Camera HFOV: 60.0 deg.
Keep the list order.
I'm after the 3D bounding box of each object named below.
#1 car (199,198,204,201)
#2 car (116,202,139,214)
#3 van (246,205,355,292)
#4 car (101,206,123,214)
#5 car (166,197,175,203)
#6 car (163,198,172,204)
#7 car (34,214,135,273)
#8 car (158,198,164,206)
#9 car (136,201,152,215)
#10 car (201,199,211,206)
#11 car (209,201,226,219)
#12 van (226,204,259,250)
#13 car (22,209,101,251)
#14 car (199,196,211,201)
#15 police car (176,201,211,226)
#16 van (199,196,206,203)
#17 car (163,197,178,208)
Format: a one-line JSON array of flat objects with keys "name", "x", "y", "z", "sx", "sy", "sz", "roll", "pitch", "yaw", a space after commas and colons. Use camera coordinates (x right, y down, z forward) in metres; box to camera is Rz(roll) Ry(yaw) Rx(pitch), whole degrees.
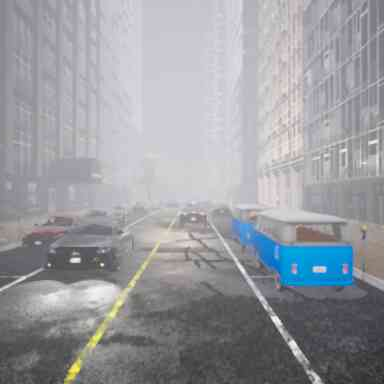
[{"name": "car", "x": 0.099, "y": 1.836, "z": 41.468, "sx": 1.994, "sy": 1.385, "sz": 4.181, "roll": 0, "pitch": 0, "yaw": 0}, {"name": "car", "x": -5.693, "y": 1.727, "z": 25.949, "sx": 2.008, "sy": 1.369, "sz": 4.403, "roll": 0, "pitch": 0, "yaw": 0}, {"name": "van", "x": 2.689, "y": 1.403, "z": 8.855, "sx": 1.690, "sy": 1.788, "sz": 3.998, "roll": 0, "pitch": 0, "yaw": 0}, {"name": "car", "x": -5.692, "y": 1.722, "z": 20.252, "sx": 1.802, "sy": 1.307, "sz": 4.206, "roll": 0, "pitch": 0, "yaw": 0}, {"name": "car", "x": -5.695, "y": 2.091, "z": 88.640, "sx": 1.947, "sy": 1.339, "sz": 4.313, "roll": 0, "pitch": 0, "yaw": 0}, {"name": "car", "x": -5.696, "y": 2.029, "z": 77.236, "sx": 1.887, "sy": 1.381, "sz": 4.507, "roll": 0, "pitch": 0, "yaw": 0}, {"name": "car", "x": -3.099, "y": 1.640, "z": 10.844, "sx": 1.994, "sy": 1.385, "sz": 4.181, "roll": 0, "pitch": 0, "yaw": 0}, {"name": "car", "x": -5.695, "y": 1.973, "z": 65.835, "sx": 2.008, "sy": 1.369, "sz": 4.403, "roll": 0, "pitch": 0, "yaw": 0}, {"name": "car", "x": -5.693, "y": 1.687, "z": 37.347, "sx": 1.967, "sy": 1.590, "sz": 4.097, "roll": 0, "pitch": 0, "yaw": 0}, {"name": "car", "x": 2.686, "y": 2.004, "z": 65.835, "sx": 1.802, "sy": 1.307, "sz": 4.206, "roll": 0, "pitch": 0, "yaw": 0}, {"name": "car", "x": 2.688, "y": 1.777, "z": 31.648, "sx": 1.947, "sy": 1.339, "sz": 4.313, "roll": 0, "pitch": 0, "yaw": 0}, {"name": "van", "x": 2.688, "y": 1.442, "z": 14.554, "sx": 1.690, "sy": 1.788, "sz": 3.998, "roll": 0, "pitch": 0, "yaw": 0}, {"name": "car", "x": -5.692, "y": 1.647, "z": 14.553, "sx": 1.887, "sy": 1.381, "sz": 4.507, "roll": 0, "pitch": 0, "yaw": 0}, {"name": "car", "x": 2.686, "y": 1.931, "z": 60.137, "sx": 1.887, "sy": 1.381, "sz": 4.507, "roll": 0, "pitch": 0, "yaw": 0}, {"name": "police car", "x": 0.099, "y": 1.671, "z": 24.848, "sx": 2.038, "sy": 1.542, "sz": 4.974, "roll": 0, "pitch": -1, "yaw": 0}, {"name": "van", "x": 2.688, "y": 1.865, "z": 88.642, "sx": 1.690, "sy": 1.788, "sz": 3.998, "roll": 0, "pitch": 0, "yaw": 0}, {"name": "car", "x": -3.072, "y": 1.913, "z": 54.021, "sx": 1.994, "sy": 1.385, "sz": 4.181, "roll": 0, "pitch": 0, "yaw": 0}]
